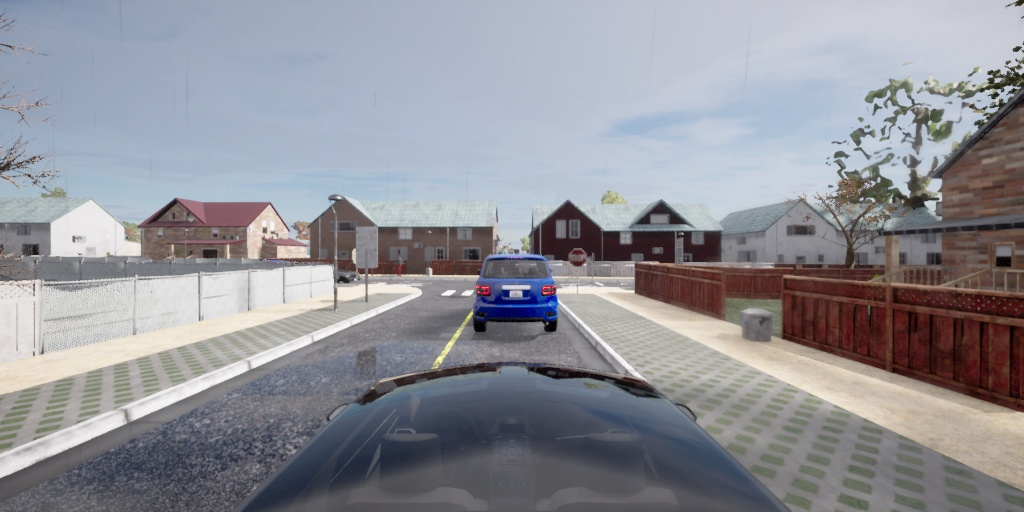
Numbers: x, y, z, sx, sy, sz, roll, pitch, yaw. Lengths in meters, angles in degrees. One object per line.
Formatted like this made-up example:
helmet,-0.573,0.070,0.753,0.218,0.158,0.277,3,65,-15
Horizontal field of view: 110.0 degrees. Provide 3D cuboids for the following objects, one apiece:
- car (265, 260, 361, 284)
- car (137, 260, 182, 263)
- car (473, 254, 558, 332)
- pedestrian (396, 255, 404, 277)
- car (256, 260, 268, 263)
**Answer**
car,-13.123,1.179,24.120,5.357,1.411,2.033,1,0,3
car,-23.560,1.016,24.367,4.902,1.511,2.128,1,0,1
car,0.080,0.971,10.972,2.150,2.045,5.566,0,0,0
pedestrian,-9.425,0.801,29.950,0.375,1.860,0.375,0,0,1
car,-18.507,1.050,27.229,5.008,1.535,1.882,1,0,1
